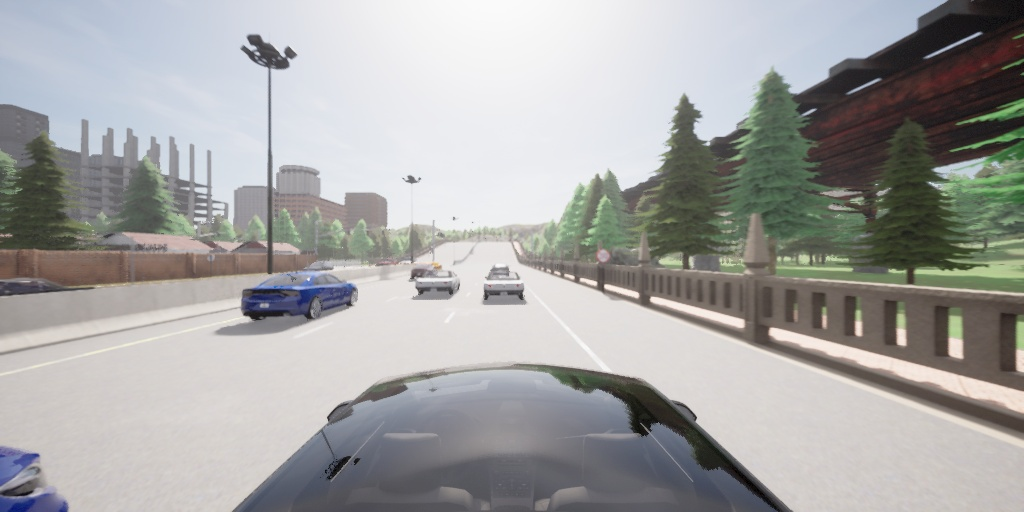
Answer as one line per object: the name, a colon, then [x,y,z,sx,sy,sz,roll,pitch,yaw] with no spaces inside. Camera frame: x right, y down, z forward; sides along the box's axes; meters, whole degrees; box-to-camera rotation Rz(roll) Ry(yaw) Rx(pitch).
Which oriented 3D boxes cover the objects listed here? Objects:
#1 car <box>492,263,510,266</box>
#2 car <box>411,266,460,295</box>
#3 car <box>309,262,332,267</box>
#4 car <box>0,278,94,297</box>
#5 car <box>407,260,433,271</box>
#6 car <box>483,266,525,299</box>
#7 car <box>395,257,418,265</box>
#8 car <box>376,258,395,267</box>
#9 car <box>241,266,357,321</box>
car: [-1.191,1.407,37.771,1.994,1.385,4.181,0,0,-2]
car: [-4.021,1.416,20.229,1.895,1.301,4.718,0,0,-2]
car: [-22.515,1.489,41.980,1.812,1.442,4.674,0,0,-2]
car: [-17.931,1.469,12.355,1.895,1.301,4.718,0,0,-2]
car: [-8.013,1.393,32.996,1.812,1.442,4.674,0,0,-2]
car: [-0.442,1.393,18.242,1.895,1.301,4.718,0,0,-2]
car: [-16.013,1.183,56.213,2.150,2.045,5.566,0,0,-2]
car: [-19.522,1.311,56.497,2.150,2.045,5.566,0,0,-2]
car: [-7.256,1.292,12.854,1.882,1.535,5.008,0,0,-2]
